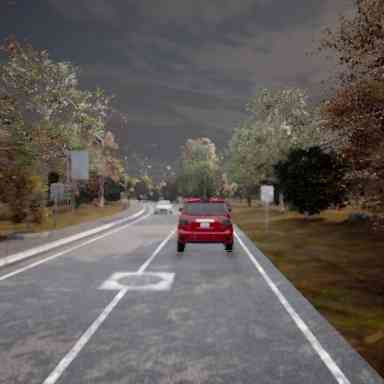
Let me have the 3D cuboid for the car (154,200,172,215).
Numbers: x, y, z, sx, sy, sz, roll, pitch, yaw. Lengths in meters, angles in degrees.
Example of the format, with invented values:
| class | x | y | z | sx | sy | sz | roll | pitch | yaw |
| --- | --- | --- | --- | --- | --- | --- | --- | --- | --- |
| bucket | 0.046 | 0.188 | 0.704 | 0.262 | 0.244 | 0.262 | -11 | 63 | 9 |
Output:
| class | x | y | z | sx | sy | sz | roll | pitch | yaw |
| --- | --- | --- | --- | --- | --- | --- | --- | --- | --- |
| car | -2.959 | 1.637 | 35.241 | 1.812 | 1.442 | 4.674 | 0 | 0 | -3 |

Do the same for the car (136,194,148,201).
| class | x | y | z | sx | sy | sz | roll | pitch | yaw |
| --- | --- | --- | --- | --- | --- | --- | --- | --- | --- |
| car | -11.502 | 1.236 | 76.834 | 2.097 | 1.767 | 4.553 | 2 | -1 | -20 |

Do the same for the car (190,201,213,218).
| class | x | y | z | sx | sy | sz | roll | pitch | yaw |
| --- | --- | --- | --- | --- | --- | --- | --- | --- | --- |
| car | 0.849 | 1.676 | 33.194 | 2.033 | 1.411 | 5.357 | 0 | 0 | -2 |

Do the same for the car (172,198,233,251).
| class | x | y | z | sx | sy | sz | roll | pitch | yaw |
| --- | --- | --- | --- | --- | --- | --- | --- | --- | --- |
| car | 0.563 | 1.271 | 14.492 | 2.150 | 2.045 | 5.566 | 0 | 0 | 2 |
